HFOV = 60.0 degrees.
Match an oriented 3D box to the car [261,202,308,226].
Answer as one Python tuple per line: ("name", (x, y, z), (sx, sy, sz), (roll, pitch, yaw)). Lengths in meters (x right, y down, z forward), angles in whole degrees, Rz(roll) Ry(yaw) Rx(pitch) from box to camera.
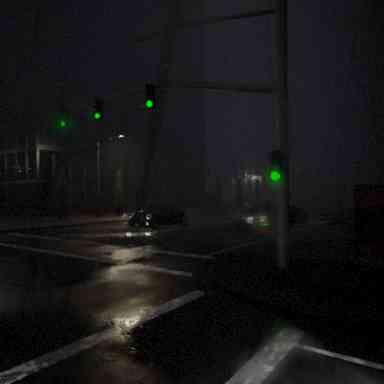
("car", (7.119, 1.694, 24.700), (1.812, 1.442, 4.674), (-1, -1, 36))

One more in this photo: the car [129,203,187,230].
("car", (-2.362, 1.615, 23.677), (2.097, 1.767, 4.553), (-1, -1, 36))

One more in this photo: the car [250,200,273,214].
("car", (8.438, 1.738, 38.681), (1.882, 1.535, 5.008), (-1, 0, 36))
